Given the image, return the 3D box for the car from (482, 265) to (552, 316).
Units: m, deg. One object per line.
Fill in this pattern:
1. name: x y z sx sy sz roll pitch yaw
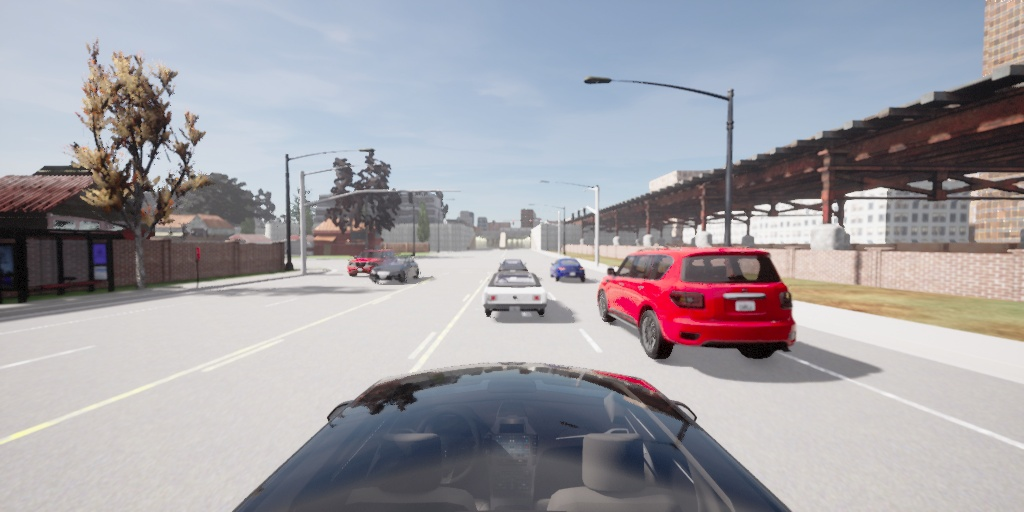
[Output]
1. car: 0.078 1.161 12.336 1.895 1.301 4.718 0 1 0

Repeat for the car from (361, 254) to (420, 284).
1. car: -7.095 0.828 22.221 2.128 1.511 4.902 0 1 0

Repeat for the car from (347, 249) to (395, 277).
1. car: -10.555 0.519 27.624 2.150 2.045 5.566 0 1 0

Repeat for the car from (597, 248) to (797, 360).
1. car: 3.592 0.855 8.237 2.150 2.045 5.566 0 0 0

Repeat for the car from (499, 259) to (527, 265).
1. car: 0.054 0.869 23.657 1.994 1.385 4.181 0 1 0

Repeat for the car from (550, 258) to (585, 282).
1. car: 3.557 0.840 23.363 1.812 1.442 4.674 0 1 0
